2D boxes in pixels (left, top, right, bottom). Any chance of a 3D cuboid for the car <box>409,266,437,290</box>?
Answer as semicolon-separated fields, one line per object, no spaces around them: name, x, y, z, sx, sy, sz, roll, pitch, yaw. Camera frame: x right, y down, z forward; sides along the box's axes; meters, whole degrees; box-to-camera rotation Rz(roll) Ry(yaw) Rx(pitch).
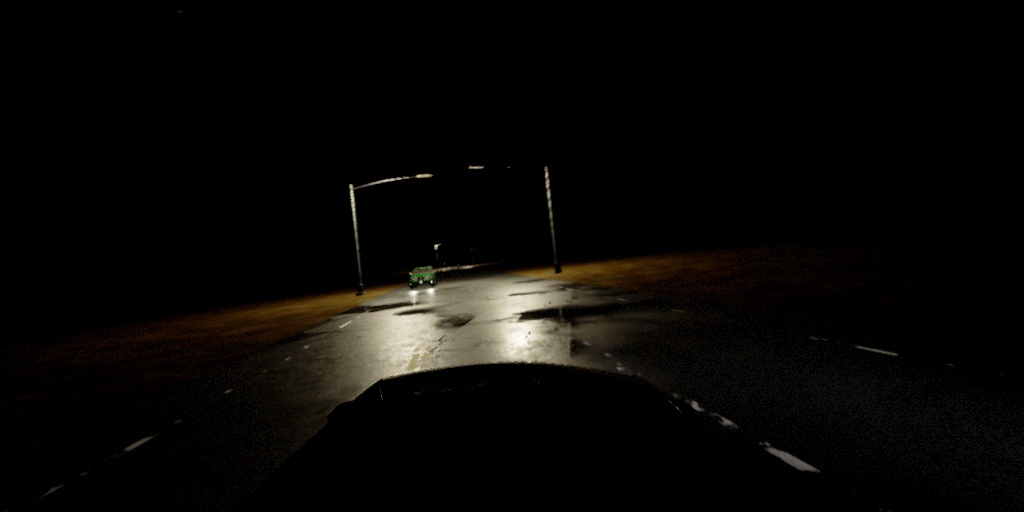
car;-8.573;2.047;34.773;2.150;2.045;5.566;-6;0;-9
